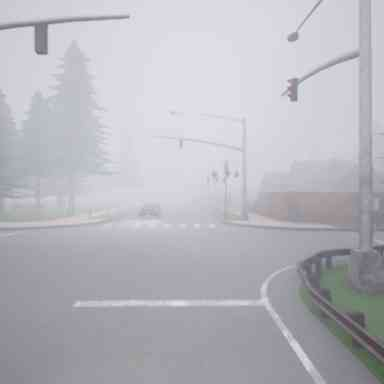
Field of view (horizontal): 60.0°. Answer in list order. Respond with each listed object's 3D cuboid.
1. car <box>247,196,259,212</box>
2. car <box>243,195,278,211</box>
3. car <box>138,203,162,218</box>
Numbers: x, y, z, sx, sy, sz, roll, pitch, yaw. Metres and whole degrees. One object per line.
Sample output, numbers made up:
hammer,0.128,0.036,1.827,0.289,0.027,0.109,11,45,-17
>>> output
car,8.851,1.342,38.720,4.605,1.855,1.932,0,0,-1
car,8.437,1.357,41.230,3.866,1.878,1.905,0,0,-1
car,-3.933,1.733,31.686,1.895,1.301,4.718,0,0,0
